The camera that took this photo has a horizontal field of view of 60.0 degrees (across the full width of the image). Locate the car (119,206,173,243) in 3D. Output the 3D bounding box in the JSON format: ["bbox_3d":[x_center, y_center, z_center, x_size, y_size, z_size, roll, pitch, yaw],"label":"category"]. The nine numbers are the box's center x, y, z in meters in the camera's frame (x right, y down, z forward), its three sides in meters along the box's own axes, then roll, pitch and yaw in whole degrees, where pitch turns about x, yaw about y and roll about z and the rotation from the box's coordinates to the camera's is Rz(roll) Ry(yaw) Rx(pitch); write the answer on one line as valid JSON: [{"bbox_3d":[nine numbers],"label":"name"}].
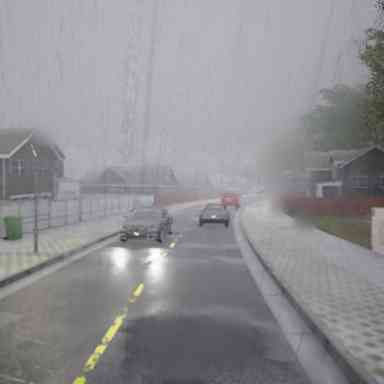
[{"bbox_3d":[-2.044,1.462,15.978,1.837,1.490,4.892,0,0,5],"label":"car"}]

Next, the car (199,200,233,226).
[{"bbox_3d":[1.626,1.512,23.018,1.994,1.385,4.181,0,0,7],"label":"car"}]

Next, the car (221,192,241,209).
[{"bbox_3d":[5.010,1.063,42.520,2.150,2.045,5.566,1,0,13],"label":"car"}]
